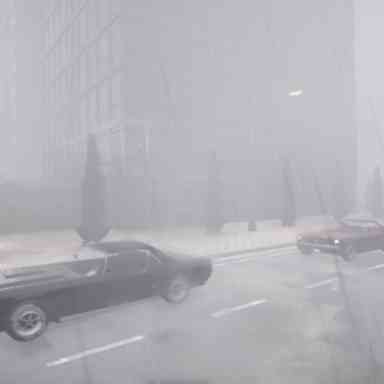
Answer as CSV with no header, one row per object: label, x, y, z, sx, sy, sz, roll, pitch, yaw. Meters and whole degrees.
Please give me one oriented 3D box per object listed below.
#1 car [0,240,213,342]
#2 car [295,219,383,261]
car,-1.902,1.754,6.931,4.718,1.301,1.895,0,-1,-37
car,6.131,1.756,13.054,4.718,1.301,1.895,0,-1,-37
